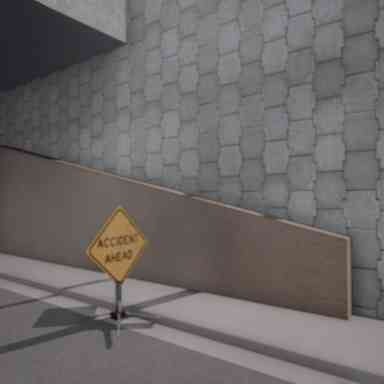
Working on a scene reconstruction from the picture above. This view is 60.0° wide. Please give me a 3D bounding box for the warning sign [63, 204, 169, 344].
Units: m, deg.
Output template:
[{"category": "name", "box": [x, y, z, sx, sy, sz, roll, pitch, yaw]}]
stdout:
[{"category": "warning sign", "box": [-1.199, 1.154, 5.399, 1.060, 1.860, 1.300, -1, 0, 35]}]
